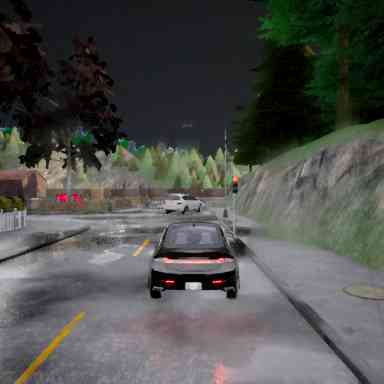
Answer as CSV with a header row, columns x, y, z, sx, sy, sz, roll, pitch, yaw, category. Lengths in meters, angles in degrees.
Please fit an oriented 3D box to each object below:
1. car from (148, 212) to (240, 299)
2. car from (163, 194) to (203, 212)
x,y,z,sx,sy,sz,roll,pitch,yaw,category
0.054,1.492,8.458,2.128,1.511,4.902,0,0,1,car
-0.863,1.221,34.181,2.150,2.045,5.566,1,1,26,car
